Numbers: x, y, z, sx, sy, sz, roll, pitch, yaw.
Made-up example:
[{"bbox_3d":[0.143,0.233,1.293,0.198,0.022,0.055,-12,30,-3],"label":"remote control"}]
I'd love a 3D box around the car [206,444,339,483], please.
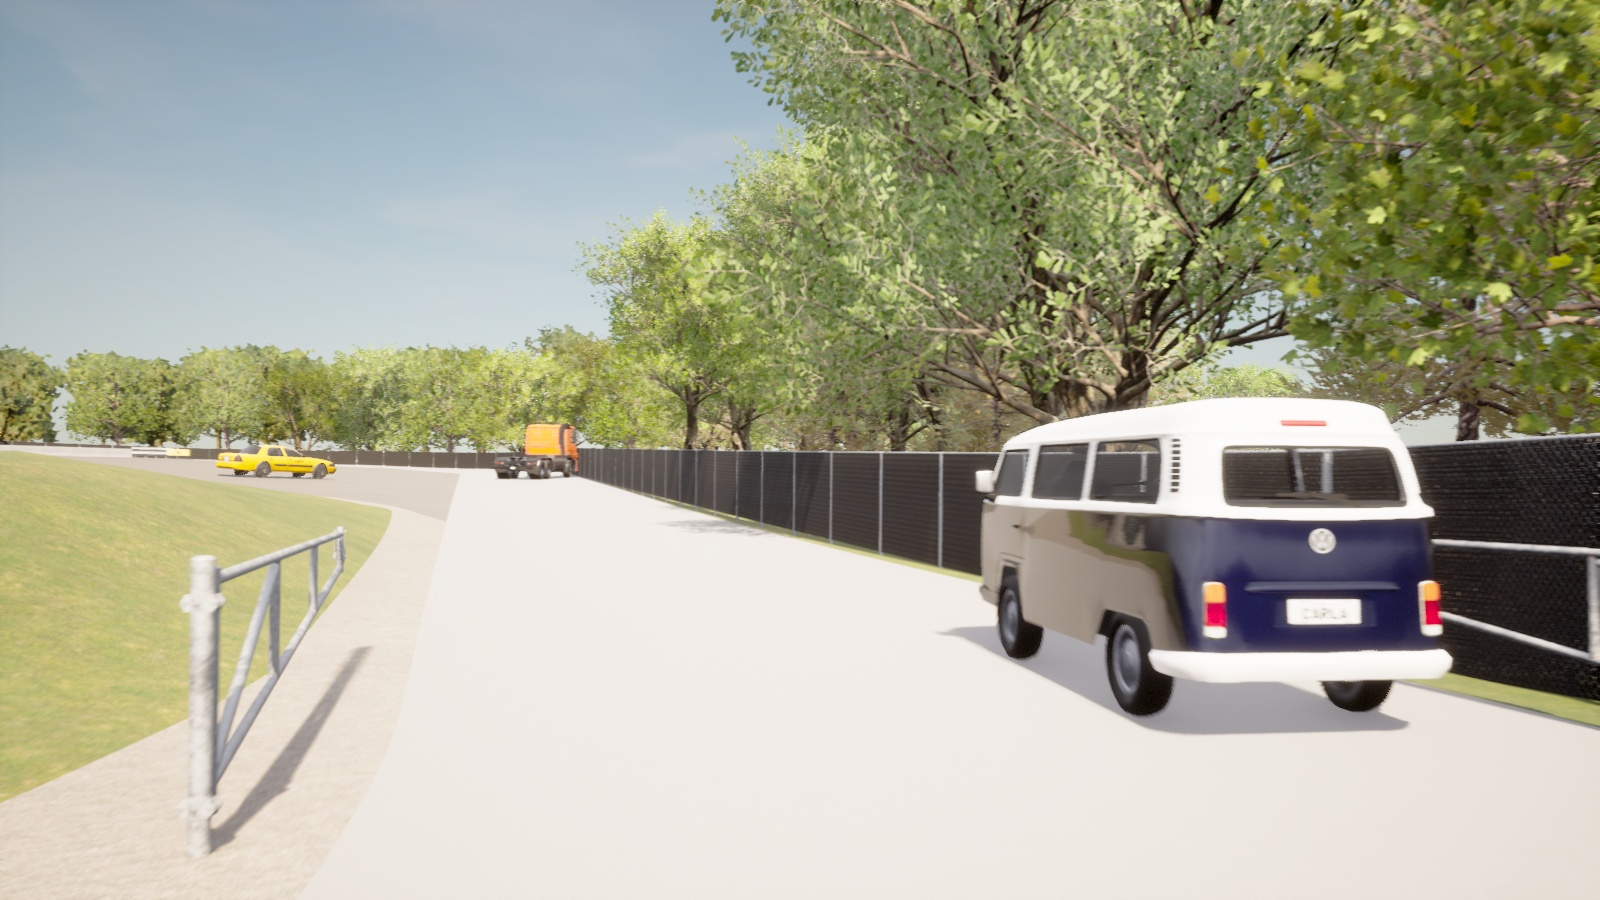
[{"bbox_3d":[-23.780,0.638,56.842,1.801,1.575,5.366,2,-1,33],"label":"car"}]

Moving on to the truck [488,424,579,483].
[{"bbox_3d":[-16.466,0.162,78.218,2.891,3.462,7.936,1,0,8],"label":"truck"}]

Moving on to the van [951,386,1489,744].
[{"bbox_3d":[2.734,0.694,9.519,2.069,2.038,4.480,0,-1,-8],"label":"van"}]
